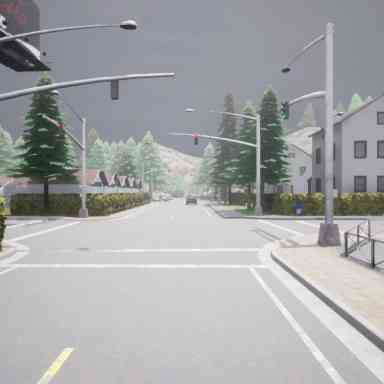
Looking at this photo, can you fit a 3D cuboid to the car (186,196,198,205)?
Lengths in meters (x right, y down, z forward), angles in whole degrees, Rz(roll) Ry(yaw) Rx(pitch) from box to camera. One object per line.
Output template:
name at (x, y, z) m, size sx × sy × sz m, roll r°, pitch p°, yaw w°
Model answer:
car at (-0.081, 1.505, 59.182) m, size 1.837 × 1.490 × 4.892 m, roll 0°, pitch 0°, yaw 0°
